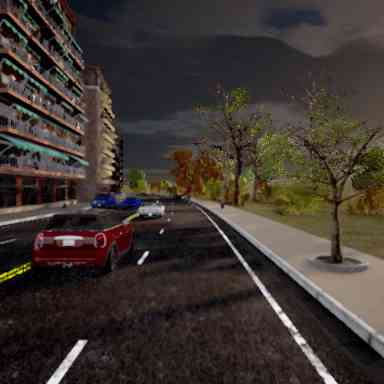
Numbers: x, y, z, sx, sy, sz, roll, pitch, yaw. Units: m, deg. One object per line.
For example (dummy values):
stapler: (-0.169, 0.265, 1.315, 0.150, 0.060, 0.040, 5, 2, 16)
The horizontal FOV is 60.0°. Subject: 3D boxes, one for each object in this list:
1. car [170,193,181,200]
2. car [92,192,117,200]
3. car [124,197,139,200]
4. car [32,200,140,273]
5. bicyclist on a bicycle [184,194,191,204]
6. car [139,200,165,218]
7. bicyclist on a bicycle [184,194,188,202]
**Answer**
car: (-3.724, 1.201, 83.384, 1.994, 1.385, 4.181, 0, 0, -6)
car: (-10.446, 1.069, 39.780, 2.150, 2.045, 5.566, 0, 1, -2)
car: (-7.180, 1.328, 39.495, 1.882, 1.535, 5.008, 0, 0, -2)
car: (-3.157, 1.311, 10.646, 2.097, 1.767, 4.553, 0, 0, 0)
bicyclist on a bicycle: (-0.500, 1.151, 55.449, 0.659, 1.776, 1.843, 0, 0, -4)
car: (-3.382, 1.492, 28.672, 1.895, 1.301, 4.718, 0, 0, -1)
bicyclist on a bicycle: (-1.178, 1.175, 65.070, 0.866, 1.612, 1.509, 0, 0, -5)
